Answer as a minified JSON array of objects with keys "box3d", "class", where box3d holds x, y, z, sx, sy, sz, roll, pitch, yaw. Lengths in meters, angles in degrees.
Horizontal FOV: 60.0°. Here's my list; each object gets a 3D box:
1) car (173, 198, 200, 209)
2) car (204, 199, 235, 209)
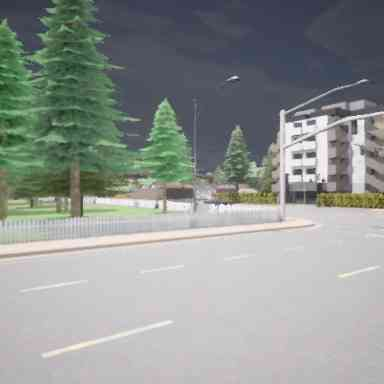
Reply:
[{"box3d":[-0.704,1.542,44.753,2.033,1.411,5.357,0,0,-34],"class":"car"},{"box3d":[3.716,1.595,44.452,1.895,1.301,4.718,0,0,-34],"class":"car"}]
